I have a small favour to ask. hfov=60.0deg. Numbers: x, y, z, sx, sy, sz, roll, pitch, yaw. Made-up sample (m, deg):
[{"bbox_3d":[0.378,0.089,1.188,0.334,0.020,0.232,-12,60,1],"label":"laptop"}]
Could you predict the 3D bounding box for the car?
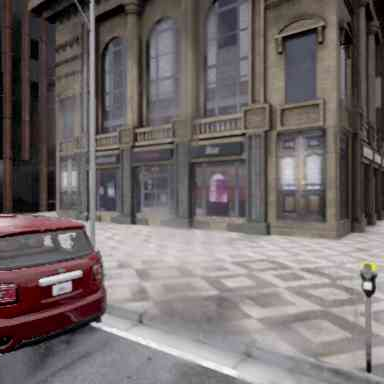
[{"bbox_3d":[-3.605,1.317,5.641,5.009,1.841,2.192,0,0,35],"label":"car"}]
